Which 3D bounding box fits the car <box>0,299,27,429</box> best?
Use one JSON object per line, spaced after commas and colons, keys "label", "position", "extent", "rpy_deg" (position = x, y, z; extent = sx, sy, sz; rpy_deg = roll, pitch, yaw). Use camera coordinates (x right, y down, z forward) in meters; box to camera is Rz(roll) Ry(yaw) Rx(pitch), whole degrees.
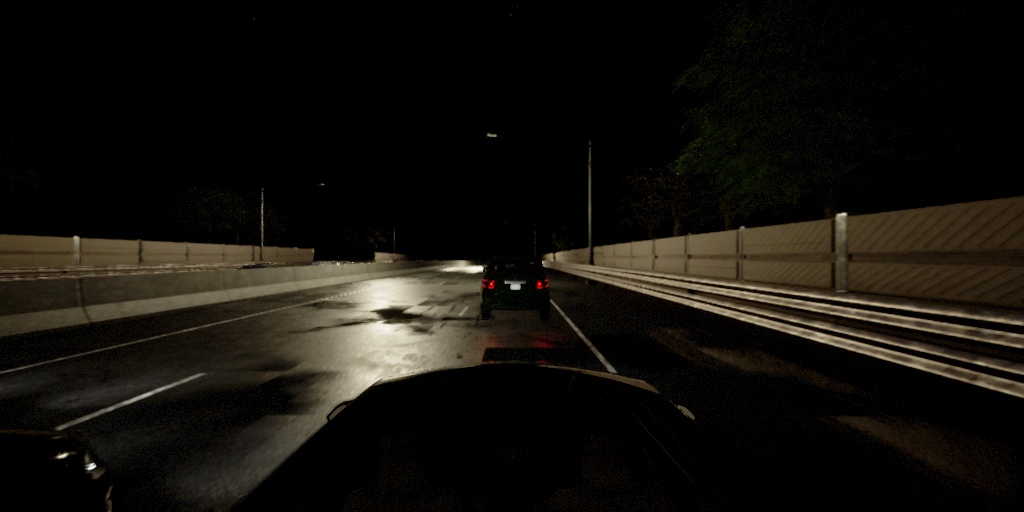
{"label": "car", "position": [-6.900, 1.253, 1.968], "extent": [1.837, 1.490, 4.892], "rpy_deg": [0, -1, 0]}

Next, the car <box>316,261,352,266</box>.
{"label": "car", "position": [-17.595, 1.378, 37.108], "extent": [2.033, 1.411, 5.357], "rpy_deg": [0, 0, 0]}

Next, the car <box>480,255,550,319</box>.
{"label": "car", "position": [0.100, 0.978, 12.915], "extent": [2.150, 2.045, 5.566], "rpy_deg": [0, 0, 0]}

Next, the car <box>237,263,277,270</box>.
{"label": "car", "position": [-24.591, 1.384, 34.678], "extent": [1.994, 1.385, 4.181], "rpy_deg": [0, 0, 0]}

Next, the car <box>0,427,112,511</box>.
{"label": "car", "position": [-3.400, 1.255, 0.156], "extent": [1.837, 1.490, 4.892], "rpy_deg": [0, 0, 0]}

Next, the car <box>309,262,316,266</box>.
{"label": "car", "position": [-21.083, 1.335, 39.730], "extent": [2.128, 1.511, 4.902], "rpy_deg": [0, 0, 0]}
